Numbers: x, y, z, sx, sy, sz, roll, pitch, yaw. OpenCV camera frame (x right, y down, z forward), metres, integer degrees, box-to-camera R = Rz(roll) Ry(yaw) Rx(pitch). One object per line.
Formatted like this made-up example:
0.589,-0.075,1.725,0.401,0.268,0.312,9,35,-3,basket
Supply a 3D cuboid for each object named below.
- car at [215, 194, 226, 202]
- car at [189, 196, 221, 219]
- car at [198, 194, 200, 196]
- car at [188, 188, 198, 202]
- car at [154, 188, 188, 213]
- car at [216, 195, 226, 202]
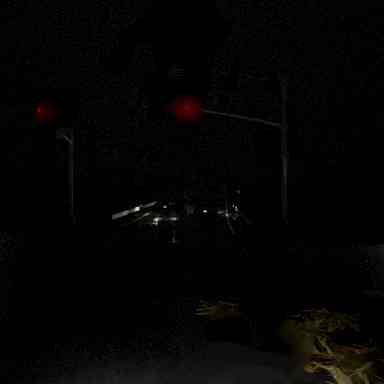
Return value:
4.772,1.106,58.287,1.812,1.442,4.674,0,-2,7,car
1.157,1.342,27.418,1.994,1.385,4.181,0,3,5,car
0.403,0.925,52.504,2.033,1.411,5.357,0,-1,8,car
-0.924,0.516,42.168,2.150,2.045,5.566,0,1,7,car
-2.055,0.811,31.541,2.150,2.045,5.566,0,3,6,car
5.993,1.356,68.381,1.882,1.535,5.008,0,-1,6,car
